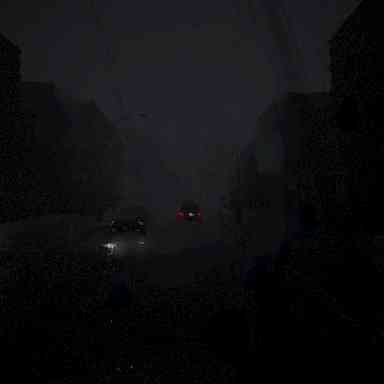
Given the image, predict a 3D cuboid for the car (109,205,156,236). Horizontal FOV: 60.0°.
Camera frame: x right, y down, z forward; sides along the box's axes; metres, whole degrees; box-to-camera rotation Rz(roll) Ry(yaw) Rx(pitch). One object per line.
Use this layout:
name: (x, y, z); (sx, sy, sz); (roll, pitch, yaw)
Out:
car: (-3.251, 1.516, 18.908); (1.882, 1.535, 5.008); (0, 0, 1)

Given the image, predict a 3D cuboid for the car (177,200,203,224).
car: (-0.141, 1.599, 25.326); (2.033, 1.411, 5.357); (0, 0, -1)
